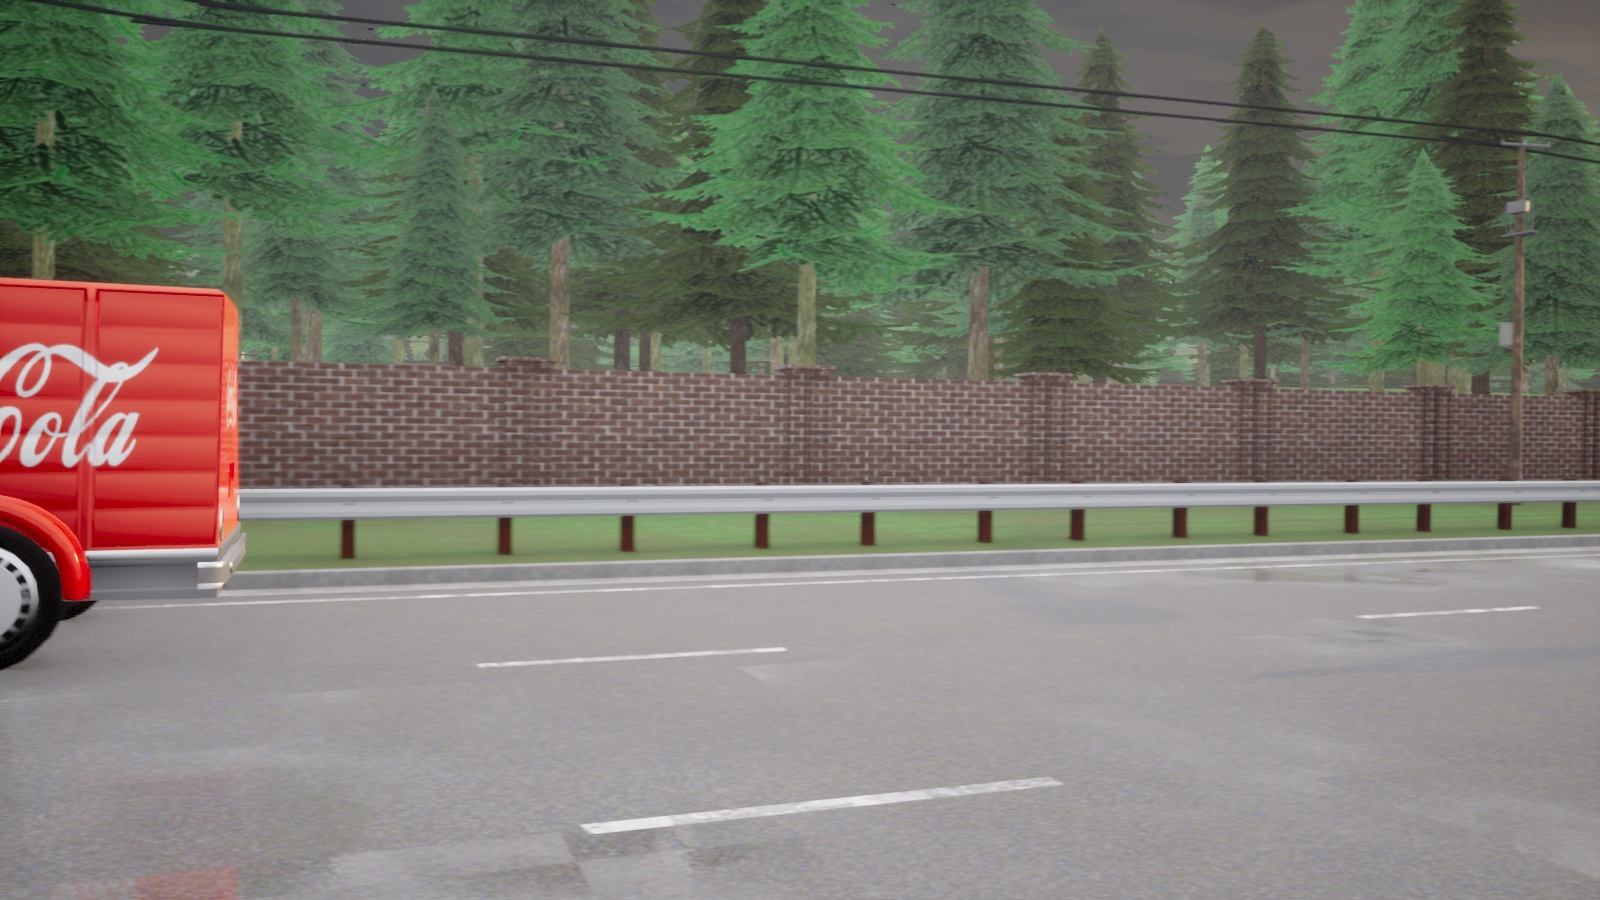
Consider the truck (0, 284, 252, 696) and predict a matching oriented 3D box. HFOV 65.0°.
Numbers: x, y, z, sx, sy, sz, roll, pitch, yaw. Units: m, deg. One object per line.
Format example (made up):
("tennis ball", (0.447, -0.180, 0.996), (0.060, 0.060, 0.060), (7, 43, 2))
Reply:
("truck", (-6.523, 0.248, 8.244), (5.204, 2.467, 2.627), (-1, 1, -21))
